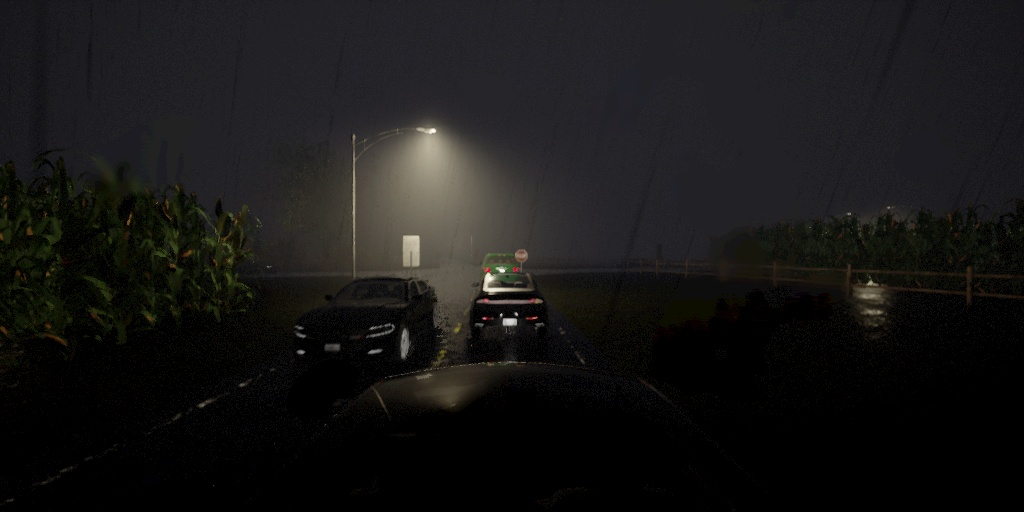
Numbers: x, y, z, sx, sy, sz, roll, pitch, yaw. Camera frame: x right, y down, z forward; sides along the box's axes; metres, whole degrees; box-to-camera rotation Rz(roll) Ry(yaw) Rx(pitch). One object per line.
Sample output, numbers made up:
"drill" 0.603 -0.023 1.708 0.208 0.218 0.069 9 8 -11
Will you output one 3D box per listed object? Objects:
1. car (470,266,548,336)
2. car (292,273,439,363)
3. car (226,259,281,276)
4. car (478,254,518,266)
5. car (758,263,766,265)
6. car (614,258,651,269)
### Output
"car" -0.124 1.203 10.204 2.128 1.511 4.902 0 0 -2
"car" -2.974 1.196 8.304 1.882 1.535 5.008 0 0 -1
"car" -26.325 1.115 36.643 4.553 1.767 2.097 0 0 -6
"car" -0.807 0.887 21.514 2.150 2.045 5.566 0 0 -6
"car" 35.427 0.790 49.052 5.357 1.411 2.033 0 0 -8
"car" 15.369 0.940 45.924 4.674 1.442 1.812 0 0 -9
